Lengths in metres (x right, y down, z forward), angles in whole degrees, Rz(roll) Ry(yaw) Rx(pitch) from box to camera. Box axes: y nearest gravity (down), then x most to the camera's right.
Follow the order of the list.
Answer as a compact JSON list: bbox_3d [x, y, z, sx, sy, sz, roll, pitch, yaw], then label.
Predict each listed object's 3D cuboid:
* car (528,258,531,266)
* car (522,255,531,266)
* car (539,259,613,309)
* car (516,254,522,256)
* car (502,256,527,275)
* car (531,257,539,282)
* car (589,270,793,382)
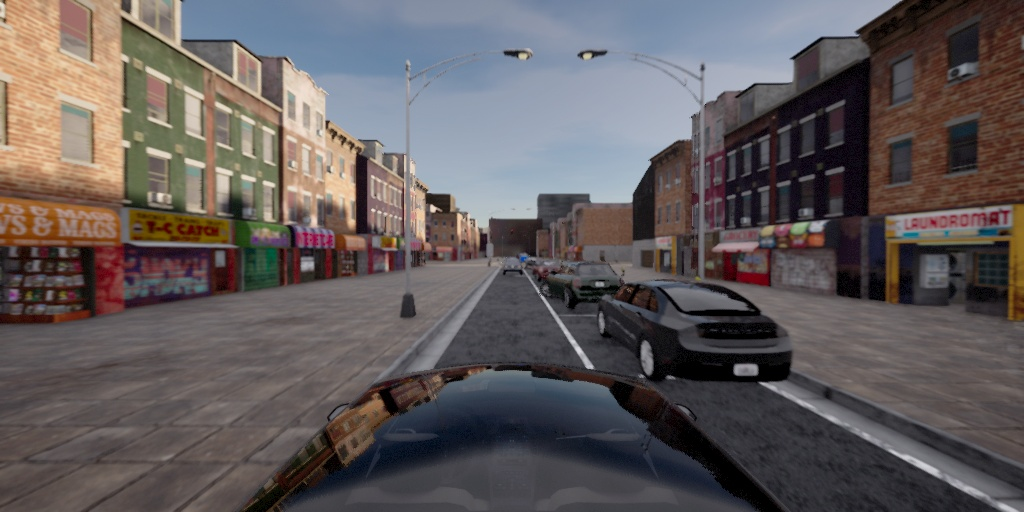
[{"bbox_3d":[2.625,1.029,31.360,1.802,1.307,4.207,0,0,0],"label":"car"},{"bbox_3d":[2.618,0.844,48.395,2.007,1.370,4.403,0,0,0],"label":"car"},{"bbox_3d":[2.716,0.970,14.491,2.097,1.767,4.553,0,1,-8],"label":"car"},{"bbox_3d":[0.043,0.821,48.257,1.812,1.442,4.674,0,0,1],"label":"car"},{"bbox_3d":[0.067,0.973,33.612,2.033,1.411,5.357,0,1,0],"label":"car"},{"bbox_3d":[2.628,0.944,25.680,1.967,1.591,4.097,0,0,0],"label":"car"},{"bbox_3d":[3.018,1.200,7.048,1.837,1.490,4.892,0,1,0],"label":"car"}]
